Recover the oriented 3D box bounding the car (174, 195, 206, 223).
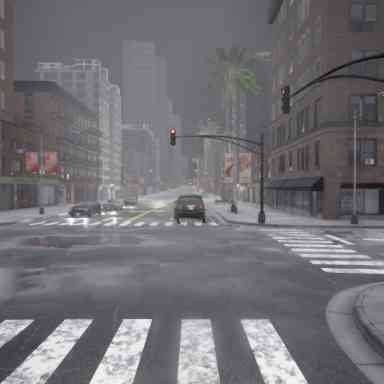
[{"bbox_3d":[-0.175,1.215,25.330,2.150,2.045,5.566,-1,0,-3],"label":"car"}]

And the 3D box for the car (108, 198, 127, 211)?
[{"bbox_3d":[-9.860,1.589,41.464,1.895,1.301,4.718,0,0,0],"label":"car"}]

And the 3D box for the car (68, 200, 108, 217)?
[{"bbox_3d":[-9.857,1.540,31.448,2.033,1.411,5.357,0,0,0],"label":"car"}]

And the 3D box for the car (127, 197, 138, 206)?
[{"bbox_3d":[-9.836,1.541,52.429,1.994,1.385,4.181,0,0,1],"label":"car"}]
